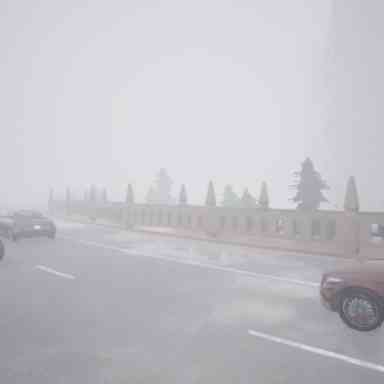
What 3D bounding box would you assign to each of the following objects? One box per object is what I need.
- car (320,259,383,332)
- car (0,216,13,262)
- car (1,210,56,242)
[{"bbox_3d":[4.495,1.551,5.199,4.674,1.442,1.812,0,0,36],"label":"car"},{"bbox_3d":[-7.830,1.570,11.043,4.181,1.385,1.994,0,0,44],"label":"car"},{"bbox_3d":[-8.428,1.581,16.641,1.994,1.385,4.181,0,0,-43],"label":"car"}]
